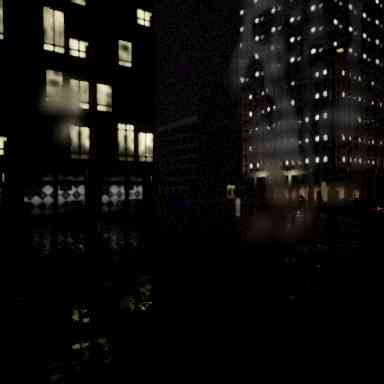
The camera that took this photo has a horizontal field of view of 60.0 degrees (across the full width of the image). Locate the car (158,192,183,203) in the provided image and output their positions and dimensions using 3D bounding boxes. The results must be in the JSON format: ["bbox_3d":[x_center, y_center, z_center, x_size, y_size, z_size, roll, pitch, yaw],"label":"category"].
[{"bbox_3d":[-3.822,0.979,58.764,2.192,1.841,5.009,0,0,-34],"label":"car"}]

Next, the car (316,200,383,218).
[{"bbox_3d":[13.541,1.402,28.787,2.033,1.411,5.357,-1,1,-35],"label":"car"}]

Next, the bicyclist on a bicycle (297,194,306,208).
[{"bbox_3d":[12.986,1.057,39.277,1.656,1.620,0.582,-1,1,-34],"label":"bicyclist on a bicycle"}]

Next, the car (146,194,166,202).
[{"bbox_3d":[-6.936,1.181,63.346,1.887,1.381,4.507,0,0,-34],"label":"car"}]

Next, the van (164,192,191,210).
[{"bbox_3d":[-1.405,1.170,40.311,1.690,1.788,3.998,0,0,-34],"label":"van"}]

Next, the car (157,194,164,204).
[{"bbox_3d":[-5.675,1.199,56.770,1.837,1.490,4.892,-1,1,-33],"label":"car"}]
